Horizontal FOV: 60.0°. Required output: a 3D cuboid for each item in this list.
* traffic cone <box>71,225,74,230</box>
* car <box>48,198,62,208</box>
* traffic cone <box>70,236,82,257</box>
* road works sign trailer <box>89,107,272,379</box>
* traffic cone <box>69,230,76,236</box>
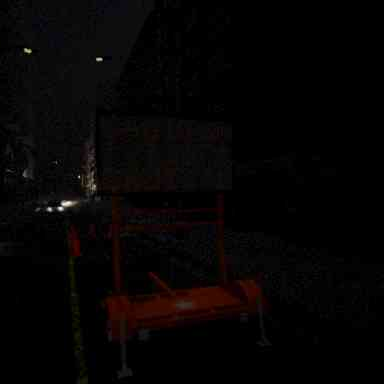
[{"bbox_3d":[-5.536,1.990,15.521,0.340,0.580,0.340,-1,0,-21],"label":"traffic cone"},{"bbox_3d":[-22.056,1.692,53.505,1.882,1.535,5.008,-1,0,-21],"label":"car"},{"bbox_3d":[-4.096,1.977,11.790,0.340,0.580,0.340,-1,0,-21],"label":"traffic cone"},{"bbox_3d":[-0.414,0.441,5.712,2.380,3.560,2.880,-1,0,-21],"label":"road works sign trailer"},{"bbox_3d":[-4.816,1.984,13.656,0.340,0.580,0.340,-1,0,-21],"label":"traffic cone"}]
